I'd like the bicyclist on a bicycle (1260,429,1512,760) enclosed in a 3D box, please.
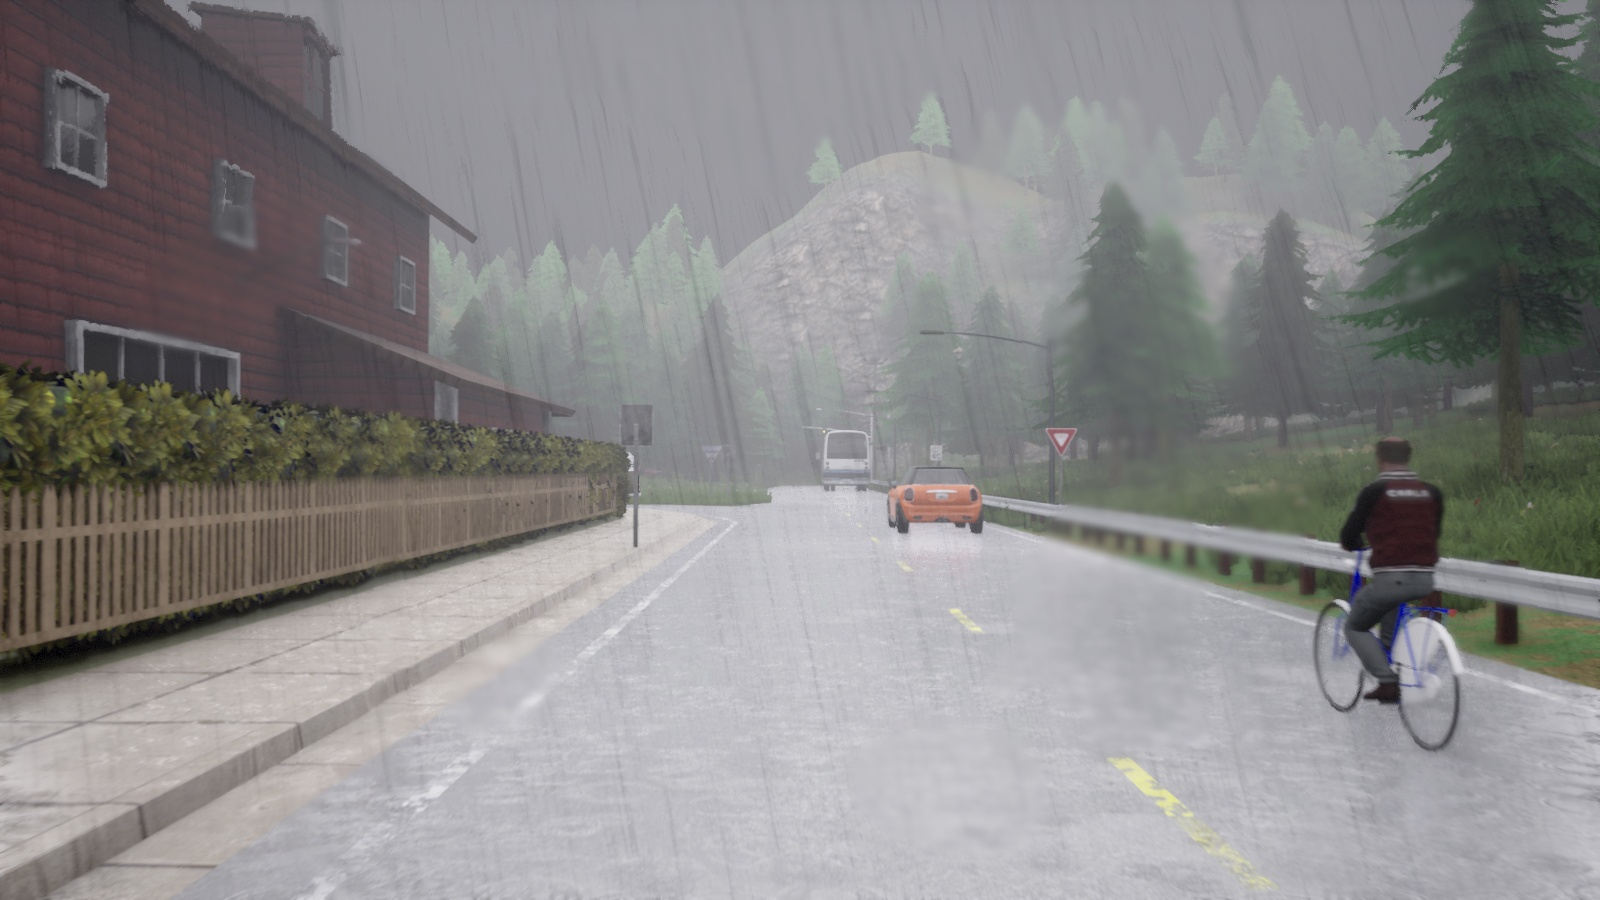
[{"bbox_3d":[3.480,0.785,7.663,0.659,1.776,1.843,0,-1,0],"label":"bicyclist on a bicycle"}]

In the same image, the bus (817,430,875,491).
[{"bbox_3d":[3.280,0.830,92.524,3.944,4.253,10.273,0,-1,0],"label":"bus"}]

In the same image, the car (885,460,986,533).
[{"bbox_3d":[3.419,1.152,32.529,2.097,1.767,4.553,0,-1,0],"label":"car"}]

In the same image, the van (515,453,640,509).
[{"bbox_3d":[-8.289,1.143,47.041,4.480,2.038,2.069,0,0,-9],"label":"van"}]
